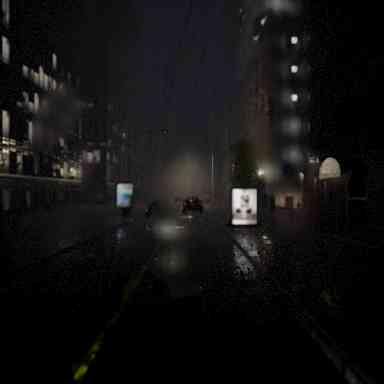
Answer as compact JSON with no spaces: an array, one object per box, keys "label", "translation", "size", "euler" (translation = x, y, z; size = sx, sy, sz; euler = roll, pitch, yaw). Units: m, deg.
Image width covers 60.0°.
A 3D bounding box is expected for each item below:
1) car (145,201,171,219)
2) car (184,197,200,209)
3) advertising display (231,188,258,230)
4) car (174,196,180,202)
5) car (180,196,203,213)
[{"label":"car","translation":[-2.837,1.473,28.337],"size":[1.812,1.442,4.674],"euler":[0,0,0]},{"label":"car","translation":[0.019,1.480,46.486],"size":[2.033,1.411,5.357],"euler":[0,0,0]},{"label":"advertising display","translation":[3.019,0.981,19.170],"size":[1.540,2.440,0.280],"euler":[0,0,0]},{"label":"car","translation":[-2.723,1.465,69.563],"size":[1.994,1.385,4.181],"euler":[0,0,0]},{"label":"car","translation":[0.080,1.294,36.531],"size":[2.097,1.767,4.553],"euler":[0,0,0]}]
